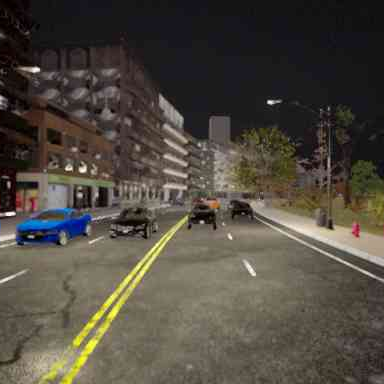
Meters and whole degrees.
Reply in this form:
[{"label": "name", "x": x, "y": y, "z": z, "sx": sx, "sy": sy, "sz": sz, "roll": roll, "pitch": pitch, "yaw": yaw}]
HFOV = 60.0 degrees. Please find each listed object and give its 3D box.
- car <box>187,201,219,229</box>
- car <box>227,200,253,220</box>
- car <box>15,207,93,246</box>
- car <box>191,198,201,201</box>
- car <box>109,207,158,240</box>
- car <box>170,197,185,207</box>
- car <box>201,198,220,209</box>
[{"label": "car", "x": 0.740, "y": 1.613, "z": 22.867, "sx": 1.837, "sy": 1.490, "sz": 4.892, "roll": 0, "pitch": 0, "yaw": 3}, {"label": "car", "x": 4.460, "y": 1.641, "z": 30.371, "sx": 1.882, "sy": 1.535, "sz": 5.008, "roll": 0, "pitch": 0, "yaw": 4}, {"label": "car", "x": -6.282, "y": 1.521, "z": 15.687, "sx": 1.882, "sy": 1.535, "sz": 5.008, "roll": 0, "pitch": 0, "yaw": 2}, {"label": "car", "x": 0.863, "y": 1.872, "z": 59.131, "sx": 1.812, "sy": 1.442, "sz": 4.674, "roll": 0, "pitch": 0, "yaw": 8}, {"label": "car", "x": -2.948, "y": 1.570, "z": 17.644, "sx": 1.837, "sy": 1.490, "sz": 4.892, "roll": 0, "pitch": 0, "yaw": 2}, {"label": "car", "x": -2.531, "y": 1.684, "z": 58.284, "sx": 2.097, "sy": 1.767, "sz": 4.553, "roll": 0, "pitch": 0, "yaw": 8}, {"label": "car", "x": 2.943, "y": 1.631, "z": 48.689, "sx": 2.097, "sy": 1.767, "sz": 4.553, "roll": 0, "pitch": 0, "yaw": 7}]
